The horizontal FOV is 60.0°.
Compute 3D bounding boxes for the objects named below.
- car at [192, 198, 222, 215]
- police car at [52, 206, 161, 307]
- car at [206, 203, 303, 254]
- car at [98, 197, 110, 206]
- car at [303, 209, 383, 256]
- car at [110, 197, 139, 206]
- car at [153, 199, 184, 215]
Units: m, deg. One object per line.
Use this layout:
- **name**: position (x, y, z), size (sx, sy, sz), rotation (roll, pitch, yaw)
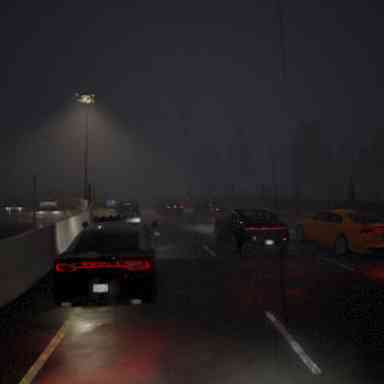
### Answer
- **car**: position (1.477, 1.321, 31.178), size (2.128, 1.511, 4.902), rotation (0, 0, -18)
- **police car**: position (-1.804, 1.381, 8.109), size (1.930, 1.638, 5.238), rotation (0, 0, -6)
- **car**: position (2.182, 1.418, 13.310), size (2.128, 1.511, 4.902), rotation (0, 0, -8)
- **car**: position (-10.611, 1.318, 42.413), size (2.033, 1.411, 5.357), rotation (0, 0, -26)
- **car**: position (5.797, 1.406, 12.837), size (1.882, 1.535, 5.008), rotation (0, 0, -8)
- **car**: position (-6.432, 1.315, 32.687), size (2.128, 1.511, 4.902), rotation (0, 0, -20)
- **car**: position (-2.342, 1.374, 31.738), size (2.033, 1.411, 5.357), rotation (0, 0, -19)
